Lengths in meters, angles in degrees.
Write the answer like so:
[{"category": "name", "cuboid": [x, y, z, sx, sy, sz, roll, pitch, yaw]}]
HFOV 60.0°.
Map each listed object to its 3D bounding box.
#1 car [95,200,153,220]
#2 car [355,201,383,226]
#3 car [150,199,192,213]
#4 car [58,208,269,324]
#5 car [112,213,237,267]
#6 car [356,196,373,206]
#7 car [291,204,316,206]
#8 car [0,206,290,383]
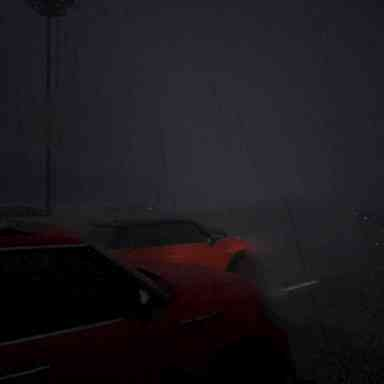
[{"category": "car", "cuboid": [-6.107, 1.576, 30.383, 4.892, 1.490, 1.837, 0, 0, -40]}, {"category": "car", "cuboid": [13.359, 1.576, 23.929, 4.674, 1.442, 1.812, 0, 0, -43]}, {"category": "car", "cuboid": [-2.373, 1.614, 38.159, 4.674, 1.442, 1.812, 0, 0, -41]}, {"category": "car", "cuboid": [-0.510, 1.371, 7.850, 4.553, 1.767, 2.097, 0, 0, -37]}, {"category": "car", "cuboid": [-0.560, 1.593, 12.202, 4.181, 1.385, 1.994, 0, 0, -37]}, {"category": "car", "cuboid": [30.660, 1.602, 58.894, 1.882, 1.535, 5.008, 0, 0, 37]}, {"category": "car", "cuboid": [12.471, 1.575, 37.879, 4.902, 1.511, 2.128, 0, 0, -45]}, {"category": "car", "cuboid": [-1.637, 1.229, 2.657, 5.566, 2.045, 2.150, 0, 0, -36]}]
